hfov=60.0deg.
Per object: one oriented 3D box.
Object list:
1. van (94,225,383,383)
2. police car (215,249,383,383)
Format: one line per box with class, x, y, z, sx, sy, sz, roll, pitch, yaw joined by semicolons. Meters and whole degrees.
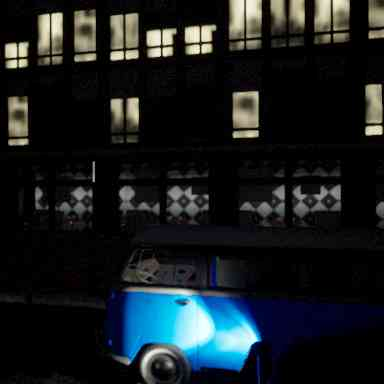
van;0.903;1.331;4.098;3.998;1.788;1.690;0;0;10
police car;2.856;1.421;1.934;5.238;1.638;1.930;0;0;10
